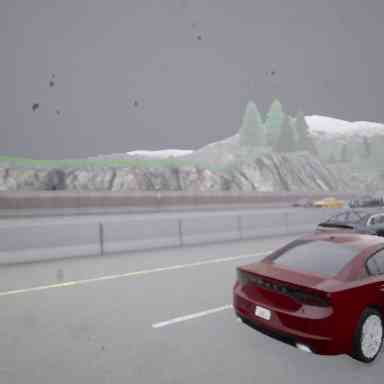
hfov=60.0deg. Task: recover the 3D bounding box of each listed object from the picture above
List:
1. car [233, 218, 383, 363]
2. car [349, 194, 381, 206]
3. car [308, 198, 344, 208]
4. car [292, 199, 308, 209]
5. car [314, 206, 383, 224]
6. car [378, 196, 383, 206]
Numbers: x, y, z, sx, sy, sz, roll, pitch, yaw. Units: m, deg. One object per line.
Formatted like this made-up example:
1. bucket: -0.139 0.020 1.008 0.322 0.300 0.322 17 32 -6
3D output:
1. car: 2.994 1.480 5.944 5.008 1.535 1.882 0 0 -35
2. car: 21.637 1.240 41.162 5.566 2.045 2.150 0 0 -38
3. car: 17.454 1.493 42.376 5.008 1.535 1.882 0 0 -37
4. car: 15.433 1.579 45.246 4.181 1.385 1.994 0 0 -37
5. car: 6.804 1.498 12.917 4.902 1.511 2.128 0 0 -35
6. car: 24.115 1.508 38.674 4.902 1.511 2.128 0 0 -38
